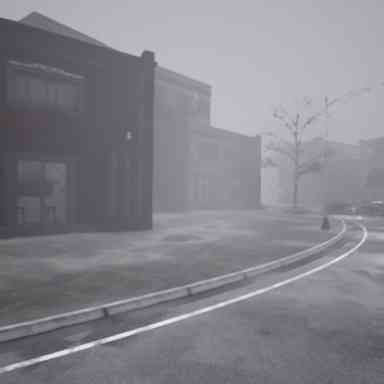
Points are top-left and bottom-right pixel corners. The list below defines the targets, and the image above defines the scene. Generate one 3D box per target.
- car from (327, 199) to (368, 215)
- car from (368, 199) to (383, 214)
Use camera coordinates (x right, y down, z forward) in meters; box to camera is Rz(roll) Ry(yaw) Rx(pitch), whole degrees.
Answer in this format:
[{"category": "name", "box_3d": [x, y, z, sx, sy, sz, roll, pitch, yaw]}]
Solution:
[{"category": "car", "box_3d": [15.260, 1.454, 33.575, 2.128, 1.511, 4.902, 1, 0, 3]}, {"category": "car", "box_3d": [19.027, 1.525, 35.506, 1.812, 1.442, 4.674, 1, 0, 2]}]
